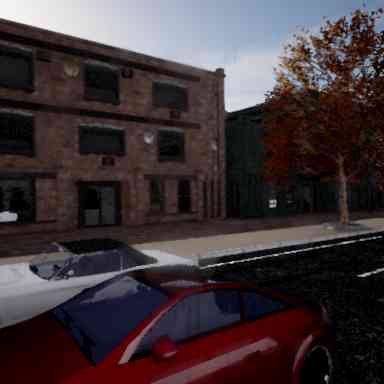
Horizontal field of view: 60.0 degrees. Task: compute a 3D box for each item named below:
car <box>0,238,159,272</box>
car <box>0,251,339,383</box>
[{"bbox_3d":[-2.242,1.592,6.078,4.718,1.301,1.895,0,0,-36],"label":"car"},{"bbox_3d":[-0.375,1.556,3.420,4.181,1.385,1.994,0,0,-36],"label":"car"}]
